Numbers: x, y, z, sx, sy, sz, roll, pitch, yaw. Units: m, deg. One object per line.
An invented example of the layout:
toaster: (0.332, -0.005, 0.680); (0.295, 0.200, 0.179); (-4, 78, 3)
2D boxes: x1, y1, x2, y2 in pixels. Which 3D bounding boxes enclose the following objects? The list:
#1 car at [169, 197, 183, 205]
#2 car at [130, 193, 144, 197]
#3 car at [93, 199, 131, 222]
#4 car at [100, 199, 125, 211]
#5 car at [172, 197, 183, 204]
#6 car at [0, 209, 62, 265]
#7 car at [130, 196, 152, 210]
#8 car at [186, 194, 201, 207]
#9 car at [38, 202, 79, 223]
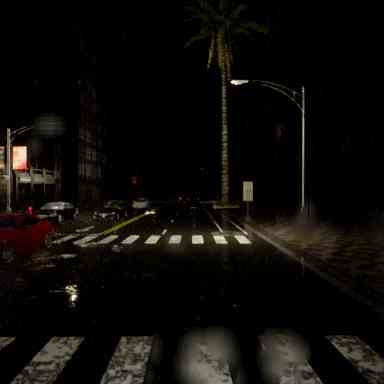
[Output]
car: (-2.935, 1.610, 57.709); (1.994, 1.385, 4.181); (0, 0, 1)
car: (-9.523, 1.264, 57.984); (2.150, 2.045, 5.566); (0, 0, 0)
car: (-6.494, 1.510, 26.846); (1.837, 1.490, 4.892); (0, 0, 0)
car: (-9.682, 1.619, 41.029); (1.895, 1.301, 4.718); (0, 0, 0)
car: (-2.896, 1.633, 67.667); (1.994, 1.385, 4.181); (0, 0, 0)
car: (-6.554, 1.526, 11.853); (1.812, 1.442, 4.674); (0, 0, 0)
car: (-6.423, 1.545, 42.742); (1.812, 1.442, 4.674); (0, 0, 0)
car: (0.209, 1.259, 53.417); (2.150, 2.045, 5.566); (0, 0, 0)
car: (-9.755, 1.497, 24.004); (2.128, 1.511, 4.902); (0, 0, 0)
